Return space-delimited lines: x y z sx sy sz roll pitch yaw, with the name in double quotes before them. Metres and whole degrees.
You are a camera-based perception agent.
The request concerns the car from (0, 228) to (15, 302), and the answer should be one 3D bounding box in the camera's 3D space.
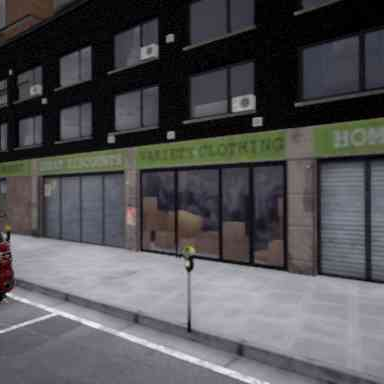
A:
"car" -5.641 1.347 6.857 5.009 1.841 2.192 0 0 35
